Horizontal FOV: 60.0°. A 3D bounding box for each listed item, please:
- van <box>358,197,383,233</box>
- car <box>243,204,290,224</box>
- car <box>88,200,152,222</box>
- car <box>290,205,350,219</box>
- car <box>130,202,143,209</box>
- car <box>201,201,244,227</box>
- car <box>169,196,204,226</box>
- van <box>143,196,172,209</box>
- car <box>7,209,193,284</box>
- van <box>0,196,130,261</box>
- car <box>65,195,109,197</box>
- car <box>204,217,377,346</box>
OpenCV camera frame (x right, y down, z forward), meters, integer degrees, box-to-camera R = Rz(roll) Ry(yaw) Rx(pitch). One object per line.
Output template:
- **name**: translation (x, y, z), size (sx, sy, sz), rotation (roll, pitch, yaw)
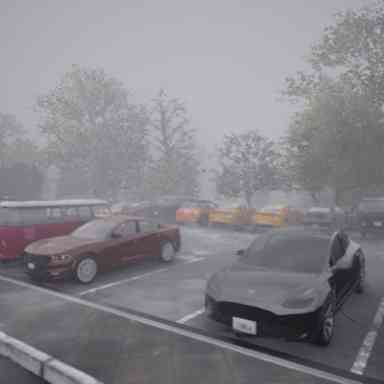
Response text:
- **van**: translation (9.963, 1.246, 17.358), size (1.878, 1.987, 4.442), rotation (0, 0, 36)
- **car**: translation (5.384, 1.488, 20.477), size (2.097, 1.535, 5.008), rotation (0, 0, 36)
- **car**: translation (-5.991, 1.528, 28.379), size (1.946, 1.575, 5.366), rotation (0, 0, 36)
- **car**: translation (7.638, 1.481, 18.867), size (2.231, 1.521, 4.892), rotation (0, 0, 36)
- **car**: translation (-3.635, 1.522, 26.916), size (2.231, 1.521, 4.892), rotation (0, 0, 36)
- **car**: translation (3.027, 1.496, 22.160), size (2.097, 1.535, 5.008), rotation (0, 0, 36)
- **car**: translation (0.859, 1.379, 23.677), size (2.185, 1.767, 4.553), rotation (0, 0, 36)
- **van**: translation (-1.309, 1.287, 25.407), size (1.878, 1.987, 4.442), rotation (0, 0, 36)
- **car**: translation (-2.363, 1.488, 9.950), size (2.097, 1.535, 5.008), rotation (0, 0, 36)
- **van**: translation (-4.558, 1.270, 11.655), size (1.878, 1.987, 4.442), rotation (0, 0, 36)
- **car**: translation (-8.121, 1.293, 30.162), size (2.435, 2.045, 5.566), rotation (-1, 0, 36)
- **car**: translation (2.134, 1.501, 6.695), size (2.163, 1.488, 4.792), rotation (0, 0, 35)
